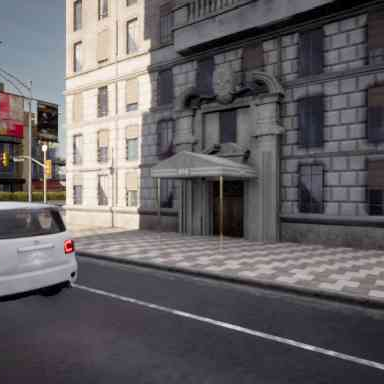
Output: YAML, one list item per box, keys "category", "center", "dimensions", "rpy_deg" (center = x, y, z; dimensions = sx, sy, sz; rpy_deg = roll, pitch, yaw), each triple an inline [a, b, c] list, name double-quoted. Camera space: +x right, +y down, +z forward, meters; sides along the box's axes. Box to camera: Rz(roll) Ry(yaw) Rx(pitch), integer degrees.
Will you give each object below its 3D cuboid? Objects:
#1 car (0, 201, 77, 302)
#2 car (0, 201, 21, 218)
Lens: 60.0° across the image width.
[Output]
- category: "car"
  center: [-4.903, 1.221, 7.384]
  dimensions: [5.566, 2.045, 2.150]
  rpy_deg: [0, 0, 35]
- category: "car"
  center: [-17.442, 1.562, 28.877]
  dimensions: [1.994, 1.385, 4.181]
  rpy_deg: [0, 0, 35]
